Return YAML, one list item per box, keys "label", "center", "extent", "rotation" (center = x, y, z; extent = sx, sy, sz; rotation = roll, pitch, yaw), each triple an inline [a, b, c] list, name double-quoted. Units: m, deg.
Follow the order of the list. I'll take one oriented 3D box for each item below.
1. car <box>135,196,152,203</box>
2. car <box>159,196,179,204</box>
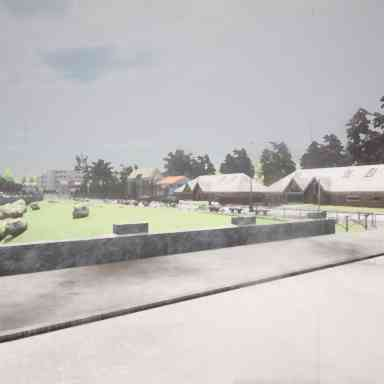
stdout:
- label: "car"
  center: [-10.097, 1.502, 68.969]
  extent: [1.837, 1.490, 4.892]
  rotation: [0, 0, -35]
- label: "car"
  center: [-4.211, 1.491, 60.696]
  extent: [2.128, 1.511, 4.902]
  rotation: [0, 0, -35]
